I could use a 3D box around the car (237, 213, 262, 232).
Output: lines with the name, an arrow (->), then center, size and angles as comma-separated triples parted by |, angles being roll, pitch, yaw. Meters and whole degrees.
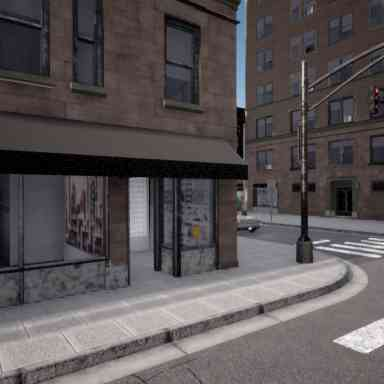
car -> 1.775, 1.593, 19.247 | 1.895, 1.301, 4.718 | 0, 0, -36
